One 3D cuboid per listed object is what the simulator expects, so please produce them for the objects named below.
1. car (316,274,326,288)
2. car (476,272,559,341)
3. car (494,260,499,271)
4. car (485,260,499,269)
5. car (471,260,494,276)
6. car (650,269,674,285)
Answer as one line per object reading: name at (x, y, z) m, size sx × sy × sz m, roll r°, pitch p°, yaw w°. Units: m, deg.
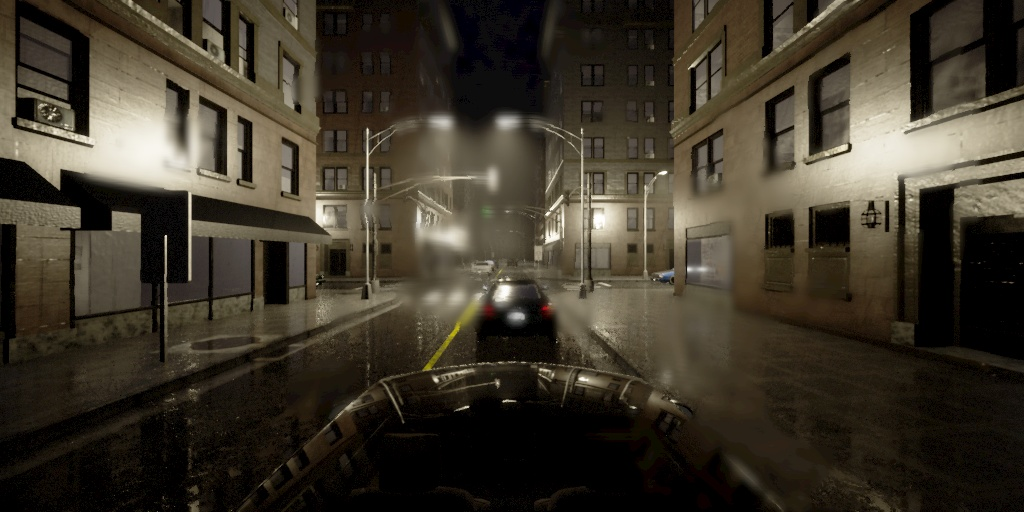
car at (-14.029, 1.393, 21.792) m, size 4.718 × 1.301 × 1.895 m, roll 0°, pitch 0°, yaw 0°
car at (0.120, 1.316, 9.935) m, size 1.994 × 1.385 × 4.181 m, roll 0°, pitch 0°, yaw 0°
car at (-3.102, 1.306, 46.949) m, size 2.033 × 1.411 × 5.357 m, roll 0°, pitch 0°, yaw 0°
car at (-3.091, 1.319, 56.881) m, size 1.994 × 1.385 × 4.181 m, roll 0°, pitch 0°, yaw 0°
car at (-3.112, 1.284, 37.258) m, size 1.812 × 1.442 × 4.674 m, roll 0°, pitch 0°, yaw -1°
car at (12.611, 1.267, 25.083) m, size 5.357 × 1.411 × 2.033 m, roll 0°, pitch 0°, yaw 0°
